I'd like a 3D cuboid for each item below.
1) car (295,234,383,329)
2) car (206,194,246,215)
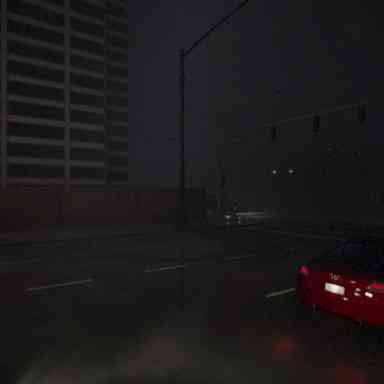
[{"bbox_3d":[3.996,1.565,6.645,4.181,1.385,1.994,0,0,-35],"label":"car"},{"bbox_3d":[2.613,1.224,34.781,2.150,2.045,5.566,0,0,-36],"label":"car"}]
